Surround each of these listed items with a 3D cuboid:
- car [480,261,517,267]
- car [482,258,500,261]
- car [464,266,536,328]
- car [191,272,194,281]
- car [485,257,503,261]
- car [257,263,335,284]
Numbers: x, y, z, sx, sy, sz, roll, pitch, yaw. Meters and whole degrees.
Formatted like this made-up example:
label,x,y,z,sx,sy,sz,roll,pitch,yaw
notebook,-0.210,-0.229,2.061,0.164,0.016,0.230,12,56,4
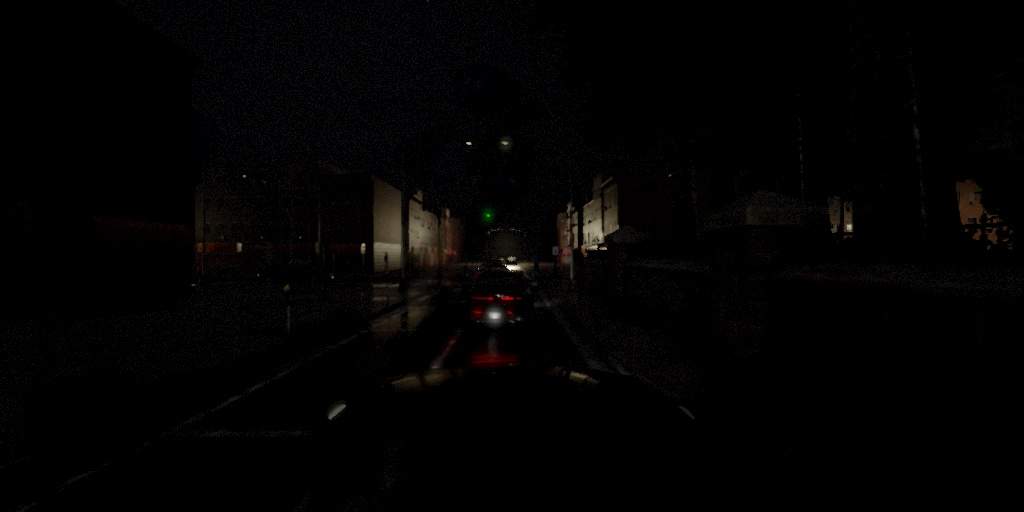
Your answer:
label,x,y,z,sx,sy,sz,roll,pitch,yaw
car,-1.172,1.252,22.601,1.812,1.442,4.674,0,0,-19
car,-2.628,1.221,39.574,1.751,1.417,4.829,0,0,0
car,-0.270,1.240,11.410,1.837,1.490,4.892,0,0,4
car,-25.121,1.097,25.066,4.553,1.767,2.097,0,0,0
car,-2.626,1.004,45.196,2.192,1.841,5.009,0,0,0
car,-14.988,1.225,25.052,4.902,1.511,2.128,0,0,0
